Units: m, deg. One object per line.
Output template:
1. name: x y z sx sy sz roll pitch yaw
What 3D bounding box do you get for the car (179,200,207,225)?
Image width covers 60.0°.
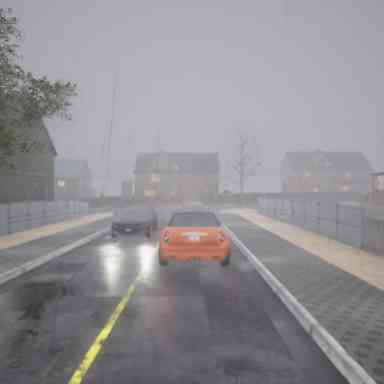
1. car: 0.063 1.388 24.569 1.882 1.535 5.008 0 0 0

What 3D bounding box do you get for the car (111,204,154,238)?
1. car: -2.842 1.409 17.338 1.882 1.535 5.008 0 0 0

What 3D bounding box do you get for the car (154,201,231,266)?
1. car: 0.075 1.304 11.437 2.097 1.767 4.553 0 0 0
